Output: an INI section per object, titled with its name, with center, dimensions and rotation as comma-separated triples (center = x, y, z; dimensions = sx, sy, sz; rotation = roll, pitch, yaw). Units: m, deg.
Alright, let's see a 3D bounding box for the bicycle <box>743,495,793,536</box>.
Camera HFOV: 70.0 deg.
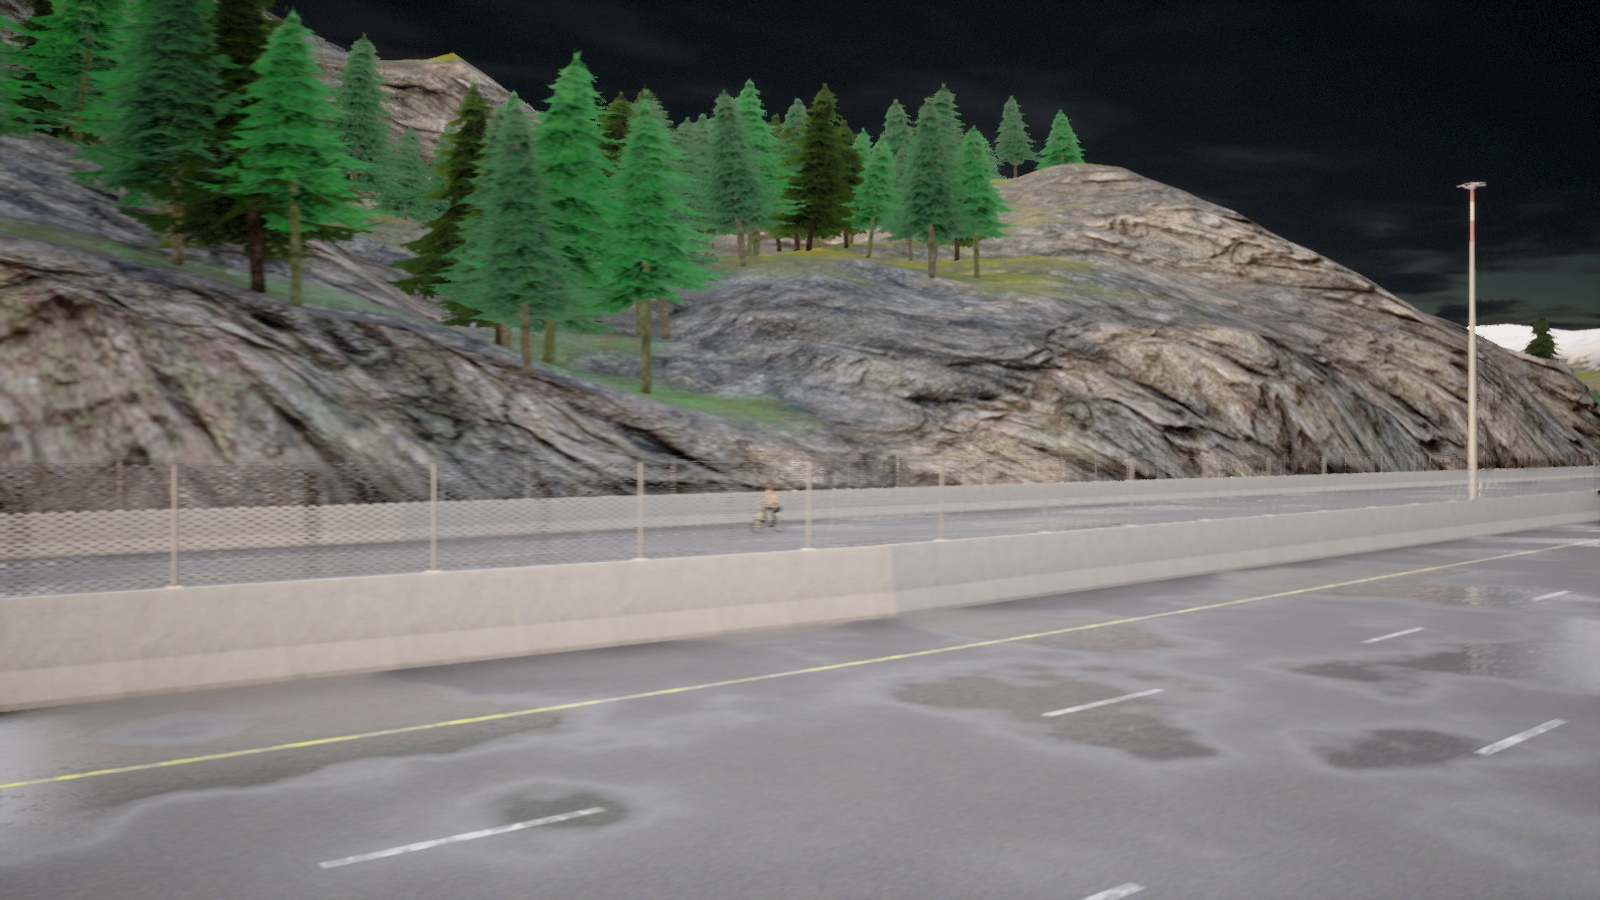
[bicycle]
center = -1.084, 2.191, 38.659
dimensions = 1.487, 1.295, 0.859
rotation = 0, 0, -40
